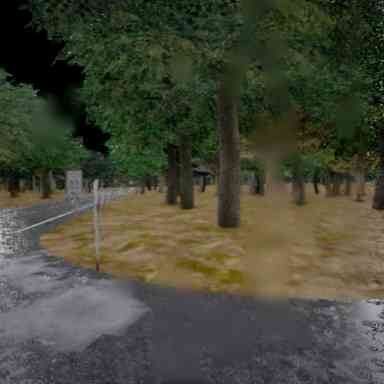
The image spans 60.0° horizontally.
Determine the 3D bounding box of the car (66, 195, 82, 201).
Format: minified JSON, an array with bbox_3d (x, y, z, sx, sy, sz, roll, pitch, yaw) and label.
[{"bbox_3d":[-19.074,0.556,53.999,2.128,1.511,4.902,-2,1,-8],"label":"car"}]
